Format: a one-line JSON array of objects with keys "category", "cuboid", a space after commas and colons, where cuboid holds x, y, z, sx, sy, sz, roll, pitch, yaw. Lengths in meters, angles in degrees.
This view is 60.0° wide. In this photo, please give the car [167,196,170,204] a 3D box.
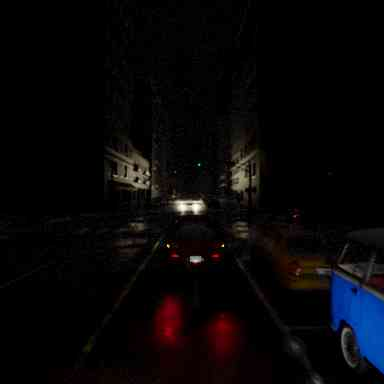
[{"category": "car", "cuboid": [-5.395, 1.553, 57.515, 2.008, 1.369, 4.403, 1, 0, 1]}]

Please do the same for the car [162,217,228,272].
[{"category": "car", "cuboid": [0.095, 1.527, 10.708, 1.812, 1.442, 4.674, 0, 0, 0]}]

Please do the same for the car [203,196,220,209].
[{"category": "car", "cuboid": [2.989, 1.568, 46.353, 1.947, 1.339, 4.313, 1, 0, 1]}]

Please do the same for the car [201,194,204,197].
[{"category": "car", "cuboid": [3.201, 1.545, 62.944, 1.887, 1.381, 4.507, 1, 0, 1]}]

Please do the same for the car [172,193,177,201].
[{"category": "car", "cuboid": [-5.115, 1.523, 79.461, 1.752, 1.417, 4.829, 1, 0, 1]}]

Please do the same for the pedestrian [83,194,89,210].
[{"category": "pedestrian", "cuboid": [-12.359, 1.153, 38.725, 0.375, 1.860, 0.375, 0, -1, 0]}]

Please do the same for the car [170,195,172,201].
[{"category": "car", "cuboid": [-5.324, 1.546, 63.044, 1.887, 1.381, 4.507, 1, 0, 1]}]

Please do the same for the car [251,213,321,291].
[{"category": "car", "cuboid": [2.676, 1.526, 8.859, 1.752, 1.417, 4.829, 1, 0, 0]}]

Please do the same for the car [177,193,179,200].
[{"category": "car", "cuboid": [-5.043, 1.562, 85.160, 1.947, 1.339, 4.313, 1, 0, 1]}]

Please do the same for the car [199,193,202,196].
[{"category": "car", "cuboid": [3.482, 1.546, 85.065, 2.008, 1.369, 4.403, 1, 0, 1]}]

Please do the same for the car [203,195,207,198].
[{"category": "car", "cuboid": [3.060, 1.547, 51.883, 1.887, 1.381, 4.507, 1, 0, 1]}]

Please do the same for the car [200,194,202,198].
[{"category": "car", "cuboid": [3.341, 1.564, 74.004, 1.947, 1.339, 4.313, 1, 0, 1]}]

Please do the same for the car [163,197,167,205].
[{"category": "car", "cuboid": [-5.466, 1.569, 51.987, 1.947, 1.339, 4.313, 1, 0, 1]}]

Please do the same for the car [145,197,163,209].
[{"category": "car", "cuboid": [-5.536, 1.585, 46.458, 1.802, 1.307, 4.206, 1, 0, 1]}]

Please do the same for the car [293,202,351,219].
[{"category": "car", "cuboid": [9.978, 1.533, 24.505, 4.892, 1.490, 1.837, 0, -2, -2]}]

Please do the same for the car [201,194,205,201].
[{"category": "car", "cuboid": [3.130, 1.552, 57.414, 2.008, 1.369, 4.403, 1, 0, 1]}]

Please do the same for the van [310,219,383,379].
[{"category": "van", "cuboid": [2.678, 1.341, 3.016, 1.690, 1.788, 3.998, 1, 0, 0]}]
